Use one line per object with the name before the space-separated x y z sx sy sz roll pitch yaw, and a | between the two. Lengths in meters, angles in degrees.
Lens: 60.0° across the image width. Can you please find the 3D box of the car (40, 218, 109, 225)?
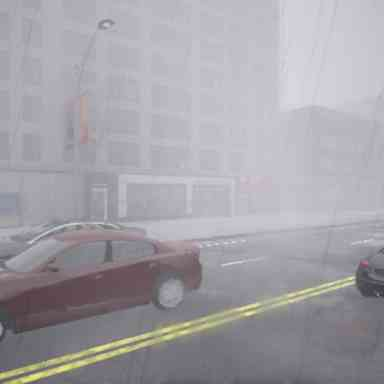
car | -3.519 1.492 9.157 4.902 1.511 2.128 0 0 -35

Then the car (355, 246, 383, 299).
car | 5.478 1.565 7.341 4.181 1.385 1.994 0 0 -35

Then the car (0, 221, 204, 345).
car | -2.092 1.478 6.183 5.008 1.535 1.882 0 0 -35
